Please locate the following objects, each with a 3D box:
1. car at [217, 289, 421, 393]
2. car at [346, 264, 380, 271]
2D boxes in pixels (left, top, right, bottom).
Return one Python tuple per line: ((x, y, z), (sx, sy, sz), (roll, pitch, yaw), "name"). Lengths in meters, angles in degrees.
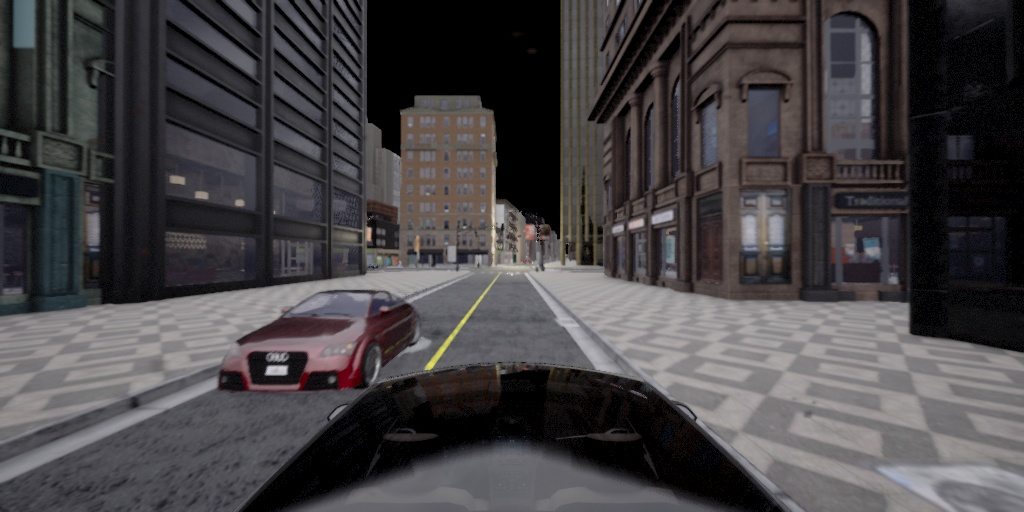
((-3.102, 1.328, 6.725), (1.994, 1.385, 4.181), (0, 0, 0), "car")
((-21.631, 1.503, 51.592), (4.718, 1.301, 1.895), (0, 0, 0), "car")
